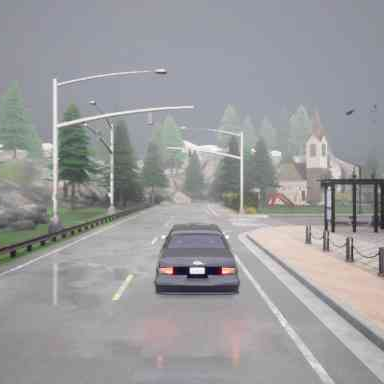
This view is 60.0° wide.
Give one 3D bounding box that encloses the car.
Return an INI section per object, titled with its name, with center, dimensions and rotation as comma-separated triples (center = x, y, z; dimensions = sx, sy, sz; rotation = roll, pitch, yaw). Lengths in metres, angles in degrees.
[car]
center = 0.098, 1.547, 8.849
dimensions = 2.033, 1.411, 5.357
rotation = 0, 0, 0
